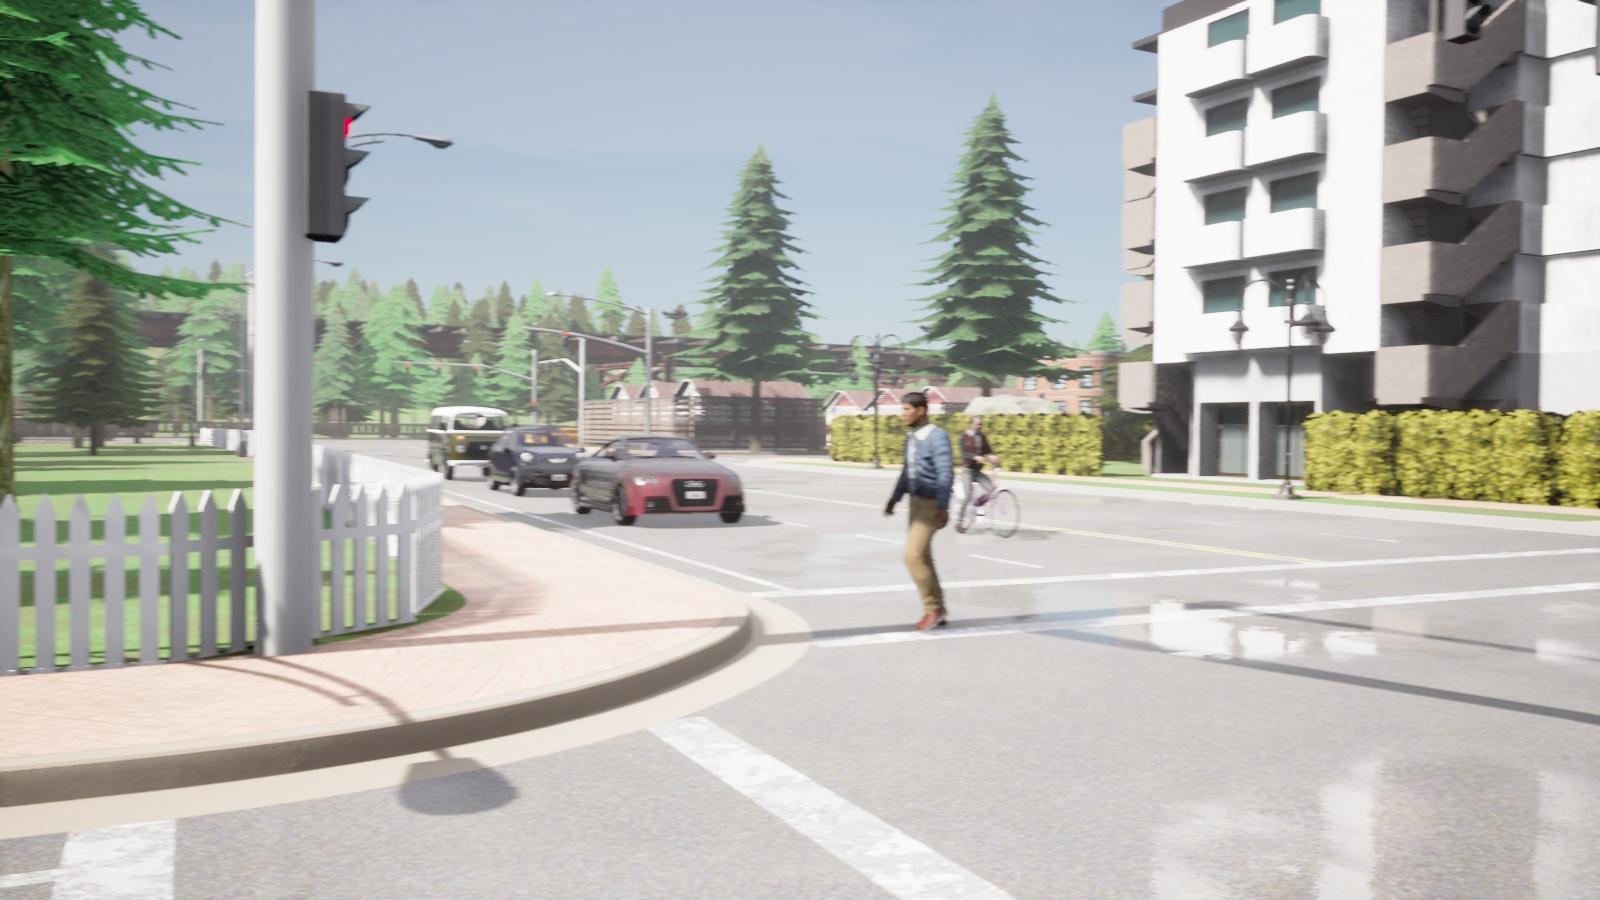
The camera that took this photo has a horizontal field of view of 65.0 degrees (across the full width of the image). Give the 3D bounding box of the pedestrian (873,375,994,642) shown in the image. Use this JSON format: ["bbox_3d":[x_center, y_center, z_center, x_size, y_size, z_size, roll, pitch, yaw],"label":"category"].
[{"bbox_3d":[1.005,0.419,9.484,0.788,1.949,0.423,-1,1,-23],"label":"pedestrian"}]

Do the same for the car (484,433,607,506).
[{"bbox_3d":[-5.765,0.376,28.151,1.845,1.501,3.633,-1,1,-25],"label":"car"}]

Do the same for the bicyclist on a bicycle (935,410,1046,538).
[{"bbox_3d":[2.754,0.318,18.349,0.659,1.776,1.843,-1,1,-25],"label":"bicyclist on a bicycle"}]

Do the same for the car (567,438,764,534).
[{"bbox_3d":[-2.361,0.517,20.975,1.994,1.385,4.181,-1,1,-25],"label":"car"}]

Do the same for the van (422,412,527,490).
[{"bbox_3d":[-9.294,-0.008,35.585,2.069,2.038,4.480,-1,1,-25],"label":"van"}]
